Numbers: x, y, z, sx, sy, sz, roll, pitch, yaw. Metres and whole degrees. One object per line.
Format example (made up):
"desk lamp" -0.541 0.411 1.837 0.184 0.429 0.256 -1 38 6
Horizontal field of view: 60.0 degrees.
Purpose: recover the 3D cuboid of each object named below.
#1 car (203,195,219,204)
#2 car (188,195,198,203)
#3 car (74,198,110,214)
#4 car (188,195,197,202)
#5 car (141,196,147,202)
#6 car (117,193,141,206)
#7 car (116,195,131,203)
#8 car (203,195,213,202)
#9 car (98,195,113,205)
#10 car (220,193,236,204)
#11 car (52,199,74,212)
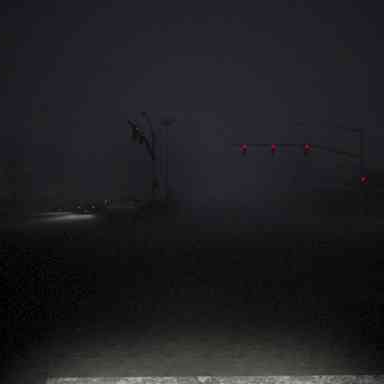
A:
"car" 3.707 1.444 64.479 1.837 1.490 4.892 0 -1 0
"car" 0.210 1.443 65.069 1.837 1.490 4.892 0 -2 0
"car" -10.541 1.572 35.314 1.895 1.301 4.718 0 0 0
"car" 0.131 1.483 78.185 1.994 1.385 4.181 0 0 0
"car" -10.385 1.465 68.765 1.812 1.442 4.674 0 0 0
"car" -10.489 1.176 55.240 2.150 2.045 5.566 0 0 0
"car" -13.889 1.418 67.766 1.882 1.535 5.008 0 0 0
"car" 3.631 1.456 78.214 2.128 1.511 4.902 0 0 0
"car" -13.999 1.306 52.734 2.097 1.767 4.553 0 0 0
"car" 7.206 1.157 64.700 2.150 2.045 5.566 0 -1 0
"car" -14.036 1.516 37.827 2.033 1.411 5.357 0 0 0
